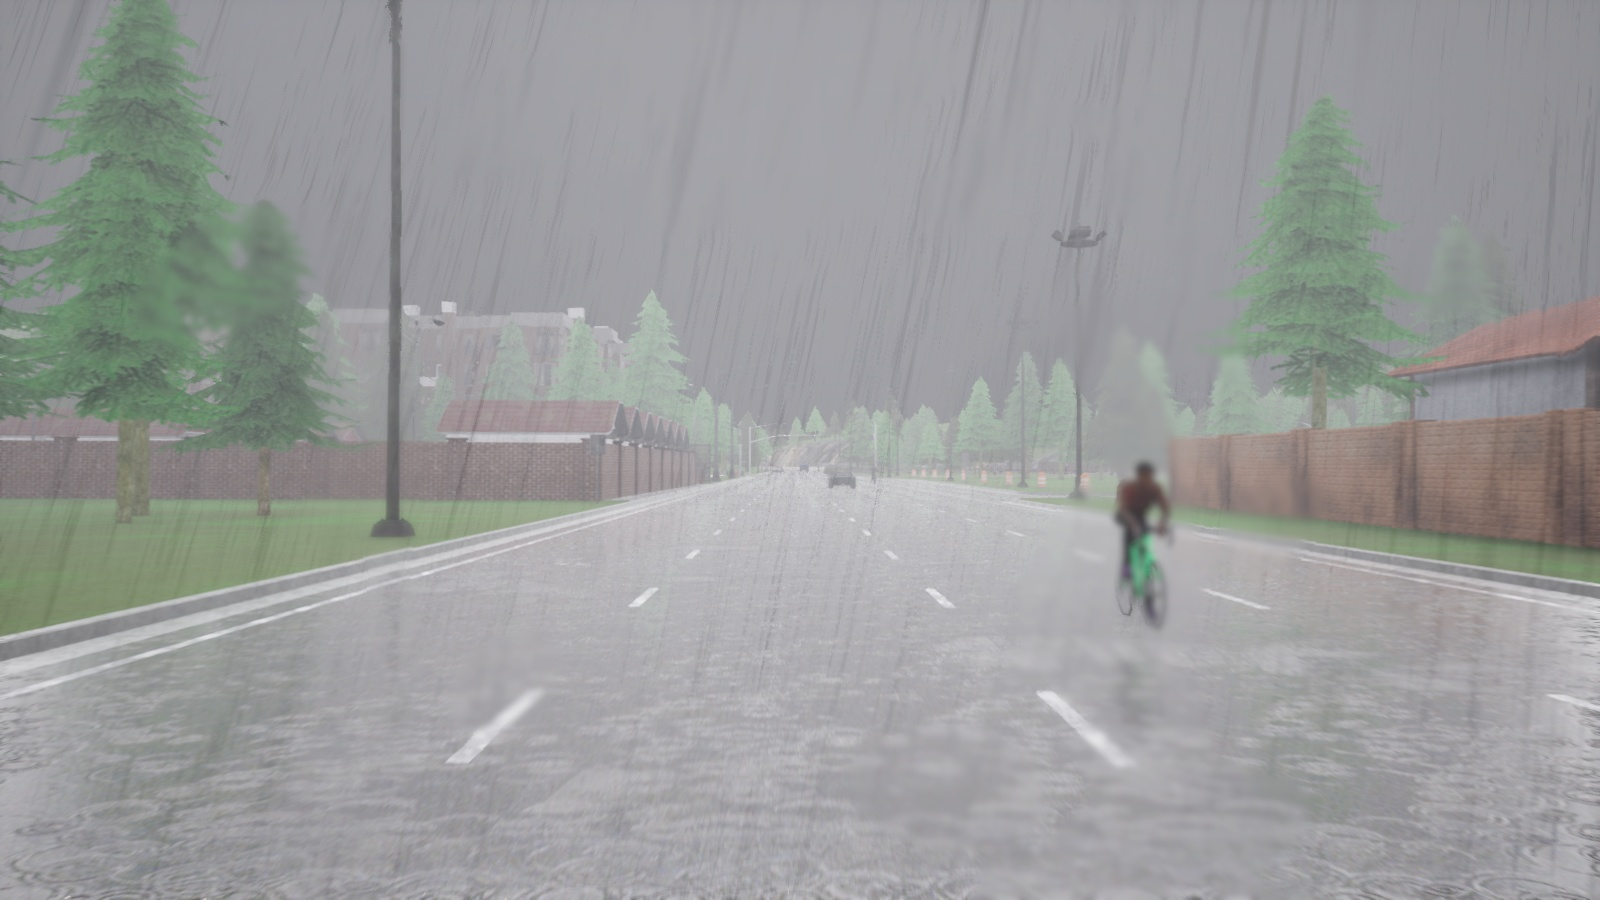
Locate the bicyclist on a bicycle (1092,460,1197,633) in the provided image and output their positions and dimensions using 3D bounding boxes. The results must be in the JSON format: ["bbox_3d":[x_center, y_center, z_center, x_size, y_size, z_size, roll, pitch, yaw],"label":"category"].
[{"bbox_3d":[3.431,0.912,12.627,0.582,1.620,1.656,0,0,0],"label":"bicyclist on a bicycle"}]

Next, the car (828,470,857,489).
[{"bbox_3d":[2.971,2.057,88.911,1.895,1.301,4.718,0,-1,0],"label":"car"}]
